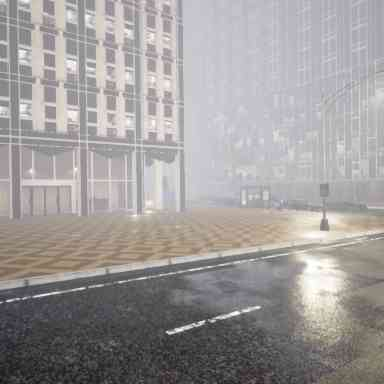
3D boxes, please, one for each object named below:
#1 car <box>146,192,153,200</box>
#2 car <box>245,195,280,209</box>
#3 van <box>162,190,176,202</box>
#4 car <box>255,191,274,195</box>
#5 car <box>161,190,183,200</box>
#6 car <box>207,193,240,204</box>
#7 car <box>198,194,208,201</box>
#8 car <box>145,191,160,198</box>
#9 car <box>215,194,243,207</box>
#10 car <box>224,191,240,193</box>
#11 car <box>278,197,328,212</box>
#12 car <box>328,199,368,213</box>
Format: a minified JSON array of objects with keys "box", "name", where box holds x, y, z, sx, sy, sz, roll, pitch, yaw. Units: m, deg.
[{"box":[-10.432,1.037,69.004,2.008,1.369,4.403,0,1,-34],"name":"car"},{"box":[8.788,1.386,40.838,1.802,1.307,4.206,-1,1,-34],"name":"car"},{"box":[-3.994,0.935,59.633,1.690,1.788,3.998,0,1,-34],"name":"van"},{"box":[10.604,1.106,42.949,2.097,1.767,4.553,-1,1,-35],"name":"car"},{"box":[-4.346,0.638,70.328,2.150,2.045,5.566,-1,1,-34],"name":"car"},{"box":[4.963,1.264,51.174,1.895,1.301,4.718,-1,1,-34],"name":"car"},{"box":[2.913,1.041,64.380,1.802,1.307,4.206,-1,1,-34],"name":"car"},{"box":[-9.963,0.684,83.115,1.967,1.590,4.097,0,1,-34],"name":"car"},{"box":[5.617,1.318,45.554,1.947,1.339,4.313,-1,1,-34],"name":"car"},{"box":[8.104,0.840,52.231,2.150,2.045,5.566,-1,1,-35],"name":"car"},{"box":[11.992,1.422,36.141,1.947,1.339,4.313,-1,1,-34],"name":"car"},{"box":[16.084,1.406,34.974,1.994,1.385,4.181,-1,1,-35],"name":"car"}]
